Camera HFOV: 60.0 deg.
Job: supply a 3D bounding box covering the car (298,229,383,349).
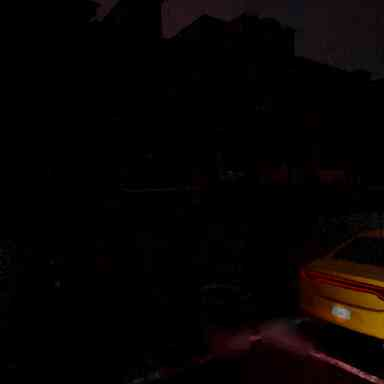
[{"bbox_3d":[3.953,1.377,5.753,5.008,1.535,1.882,-1,1,-35],"label":"car"}]
